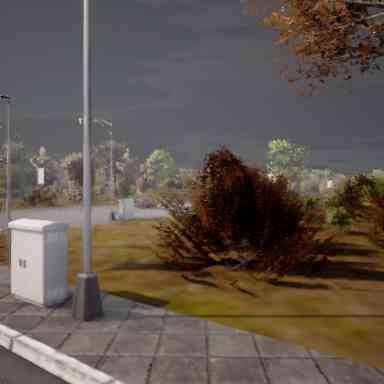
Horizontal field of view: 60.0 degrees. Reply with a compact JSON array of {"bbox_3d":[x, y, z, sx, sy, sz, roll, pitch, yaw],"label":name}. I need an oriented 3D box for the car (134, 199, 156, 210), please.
[{"bbox_3d":[-6.531,1.540,43.327,1.994,1.385,4.181,0,0,33],"label":"car"}]
